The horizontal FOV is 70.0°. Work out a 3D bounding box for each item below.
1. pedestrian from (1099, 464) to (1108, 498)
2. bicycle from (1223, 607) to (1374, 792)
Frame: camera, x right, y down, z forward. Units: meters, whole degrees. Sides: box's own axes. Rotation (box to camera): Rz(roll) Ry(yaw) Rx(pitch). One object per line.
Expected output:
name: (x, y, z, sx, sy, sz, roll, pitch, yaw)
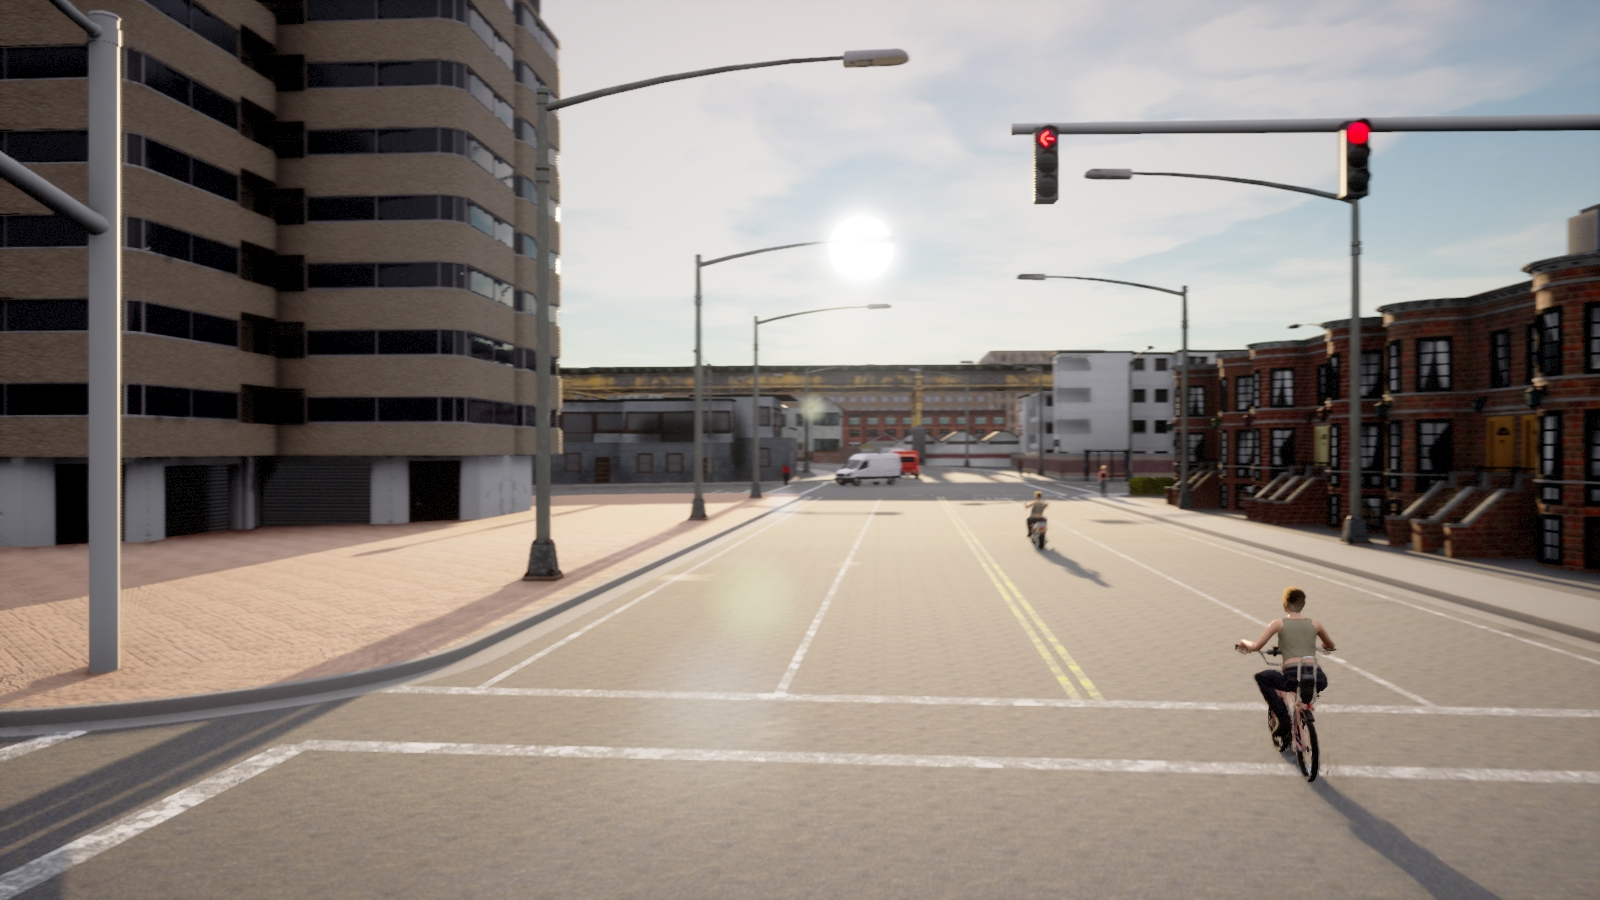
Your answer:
pedestrian: (16.586, 1.688, 62.415, 0.375, 1.860, 0.375, 0, 0, 4)
bicycle: (4.357, 2.142, 10.102, 0.859, 1.301, 1.487, -1, 0, 9)
